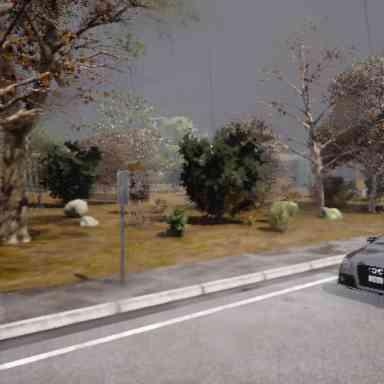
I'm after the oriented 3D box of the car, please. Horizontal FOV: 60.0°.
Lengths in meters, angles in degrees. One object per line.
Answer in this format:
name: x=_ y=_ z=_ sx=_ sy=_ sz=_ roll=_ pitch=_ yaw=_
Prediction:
car: x=5.277 y=1.562 z=7.782 sx=4.181 sy=1.385 sz=1.994 roll=0 pitch=0 yaw=-36
